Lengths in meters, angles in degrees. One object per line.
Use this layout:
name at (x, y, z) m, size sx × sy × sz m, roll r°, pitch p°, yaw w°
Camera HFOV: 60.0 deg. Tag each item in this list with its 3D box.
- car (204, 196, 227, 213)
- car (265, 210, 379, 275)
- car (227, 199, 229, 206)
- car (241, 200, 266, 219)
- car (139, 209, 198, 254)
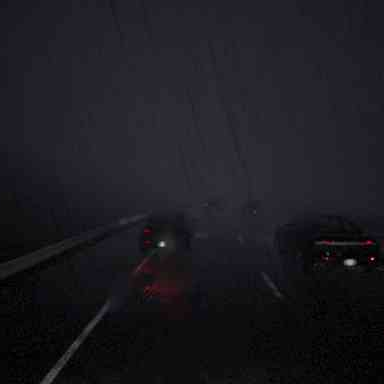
car at (2.485, 1.412, 36.032) m, size 1.812 × 1.442 × 4.674 m, roll 0°, pitch 0°, yaw 9°
car at (3.895, 1.461, 10.396) m, size 2.128 × 1.511 × 4.902 m, roll 0°, pitch 0°, yaw 2°
car at (4.068, 1.358, 47.263) m, size 1.837 × 1.490 × 4.892 m, roll 0°, pitch 1°, yaw 9°
car at (5.255, 1.390, 28.678) m, size 1.882 × 1.535 × 5.008 m, roll 0°, pitch 0°, yaw 6°
car at (-0.856, 1.461, 13.331) m, size 1.837 × 1.490 × 4.892 m, roll 0°, pitch 0°, yaw 3°
